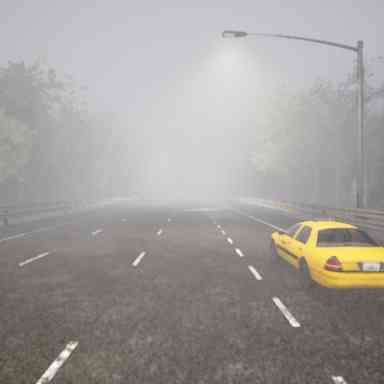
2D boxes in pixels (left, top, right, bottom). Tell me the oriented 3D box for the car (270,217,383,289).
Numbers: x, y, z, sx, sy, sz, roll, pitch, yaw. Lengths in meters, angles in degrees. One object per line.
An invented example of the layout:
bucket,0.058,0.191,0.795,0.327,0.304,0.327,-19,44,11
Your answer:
car,3.487,1.436,9.051,1.801,1.575,5.366,0,0,0
